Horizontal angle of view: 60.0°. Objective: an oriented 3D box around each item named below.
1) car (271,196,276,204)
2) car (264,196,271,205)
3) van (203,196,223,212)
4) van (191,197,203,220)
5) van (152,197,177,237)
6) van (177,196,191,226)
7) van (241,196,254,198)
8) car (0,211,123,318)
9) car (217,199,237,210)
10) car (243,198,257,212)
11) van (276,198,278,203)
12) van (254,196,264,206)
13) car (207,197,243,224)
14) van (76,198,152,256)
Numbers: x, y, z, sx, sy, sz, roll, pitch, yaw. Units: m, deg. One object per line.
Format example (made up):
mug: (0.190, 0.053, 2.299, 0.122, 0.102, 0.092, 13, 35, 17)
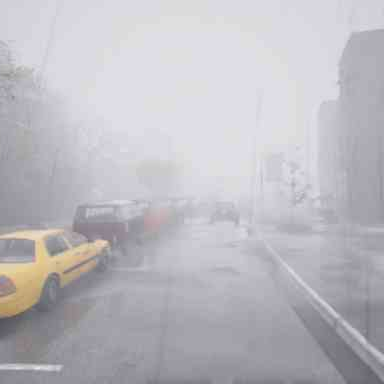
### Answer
car: (18.476, 2.213, 81.726, 2.231, 1.521, 4.892, -1, 0, 23)
car: (16.210, 2.196, 76.702, 2.163, 1.488, 4.792, -1, 0, 23)
van: (2.101, 1.547, 40.620, 1.878, 1.987, 4.442, -2, 0, 14)
van: (-0.566, 1.422, 29.757, 1.878, 1.987, 4.442, -2, 0, 10)
van: (-2.396, 1.327, 18.739, 1.878, 1.987, 4.442, -2, 0, 8)
van: (-1.570, 1.370, 24.269, 1.878, 1.987, 4.442, -2, 0, 8)
van: (9.581, 1.791, 61.635, 1.878, 1.987, 4.442, -1, 0, 22)
car: (-3.430, 1.489, 7.676, 1.946, 1.575, 5.366, -2, 0, 5)
car: (5.511, 1.943, 51.141, 2.002, 1.452, 4.674, -2, 0, 19)
car: (6.729, 1.852, 42.464, 1.994, 1.385, 4.181, -1, -1, 17)
van: (20.816, 2.059, 86.909, 1.878, 1.987, 4.442, -1, -1, 26)
van: (13.532, 1.883, 70.769, 1.878, 1.987, 4.442, -1, 0, 22)
car: (2.640, 1.464, 25.646, 2.097, 1.767, 4.553, 0, -1, 10)
van: (-3.031, 1.293, 13.180, 1.878, 1.987, 4.442, -2, 0, 3)
